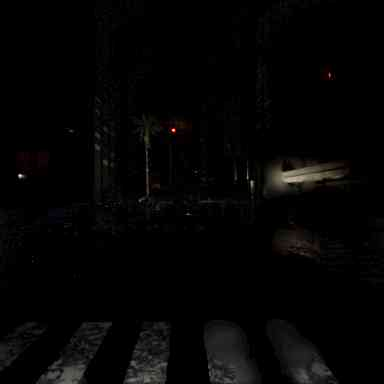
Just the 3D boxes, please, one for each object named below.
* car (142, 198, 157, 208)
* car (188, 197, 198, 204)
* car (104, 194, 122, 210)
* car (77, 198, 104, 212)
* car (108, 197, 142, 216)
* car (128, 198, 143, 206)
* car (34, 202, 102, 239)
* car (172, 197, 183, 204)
[{"bbox_3d":[-6.504,1.633,51.426,2.128,1.511,4.902,0,0,0],"label":"car"},{"bbox_3d":[0.210,1.787,69.897,1.994,1.385,4.181,0,0,0],"label":"car"},{"bbox_3d":[-9.791,1.323,40.905,2.150,2.045,5.566,0,0,0],"label":"car"},{"bbox_3d":[-9.802,1.542,29.928,1.882,1.535,5.008,0,0,0],"label":"car"},{"bbox_3d":[-6.548,1.551,33.155,1.882,1.535,5.008,0,0,0],"label":"car"},{"bbox_3d":[-9.718,1.732,57.521,1.994,1.385,4.181,0,0,1],"label":"car"},{"bbox_3d":[-6.574,1.510,17.801,1.882,1.535,5.008,0,-1,0],"label":"car"},{"bbox_3d":[-3.040,1.787,69.877,1.994,1.385,4.181,0,0,0],"label":"car"}]
